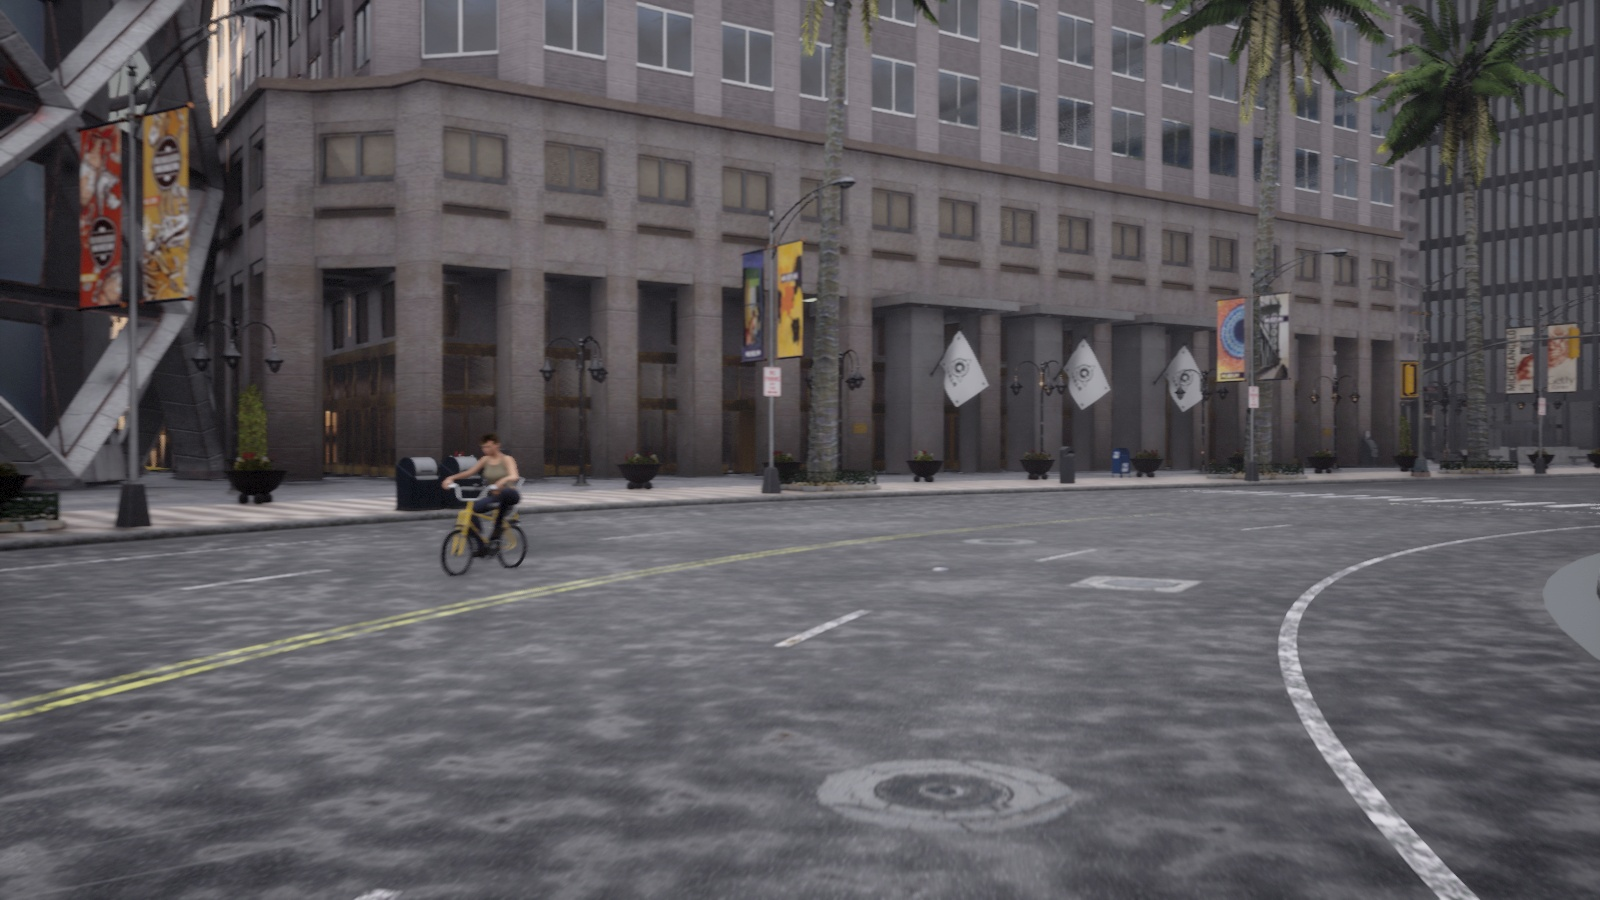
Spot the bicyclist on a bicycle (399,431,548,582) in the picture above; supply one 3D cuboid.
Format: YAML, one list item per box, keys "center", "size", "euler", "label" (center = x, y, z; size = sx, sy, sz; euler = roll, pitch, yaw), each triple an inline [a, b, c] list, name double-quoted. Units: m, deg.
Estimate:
- center: [-3.677, 0.595, 14.250]
  size: [0.866, 1.612, 1.509]
  euler: [1, 1, 25]
  label: "bicyclist on a bicycle"
